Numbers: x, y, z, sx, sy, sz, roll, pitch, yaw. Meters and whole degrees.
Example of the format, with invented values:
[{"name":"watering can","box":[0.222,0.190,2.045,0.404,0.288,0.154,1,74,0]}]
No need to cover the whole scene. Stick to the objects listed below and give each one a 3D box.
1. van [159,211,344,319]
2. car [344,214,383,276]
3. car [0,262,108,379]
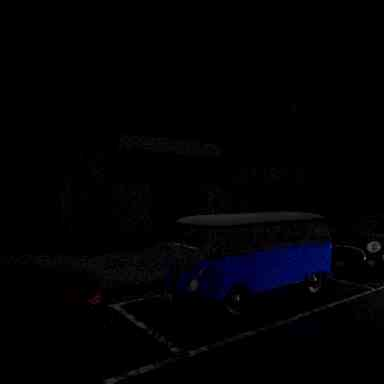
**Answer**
[{"name":"van","box":[1.283,1.341,7.100,3.998,1.788,1.690,0,0,-35]},{"name":"car","box":[5.692,1.440,10.240,4.097,1.590,1.967,0,0,-35]},{"name":"car","box":[-3.126,1.582,3.960,4.206,1.307,1.802,0,0,-35]}]
